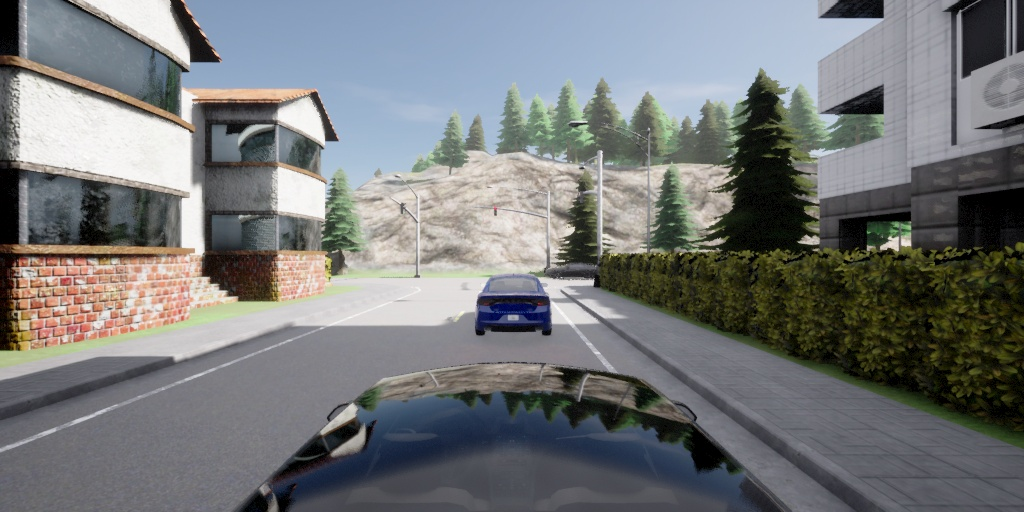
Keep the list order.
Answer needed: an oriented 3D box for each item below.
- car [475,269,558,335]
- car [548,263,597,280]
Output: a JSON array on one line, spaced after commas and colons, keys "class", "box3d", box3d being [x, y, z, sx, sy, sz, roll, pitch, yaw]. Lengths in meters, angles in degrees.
[{"class": "car", "box3d": [0.050, 1.228, 10.488, 1.882, 1.535, 5.008, 0, 0, 0]}, {"class": "car", "box3d": [5.193, 1.275, 30.534, 4.674, 1.442, 1.812, 0, 0, 1]}]
